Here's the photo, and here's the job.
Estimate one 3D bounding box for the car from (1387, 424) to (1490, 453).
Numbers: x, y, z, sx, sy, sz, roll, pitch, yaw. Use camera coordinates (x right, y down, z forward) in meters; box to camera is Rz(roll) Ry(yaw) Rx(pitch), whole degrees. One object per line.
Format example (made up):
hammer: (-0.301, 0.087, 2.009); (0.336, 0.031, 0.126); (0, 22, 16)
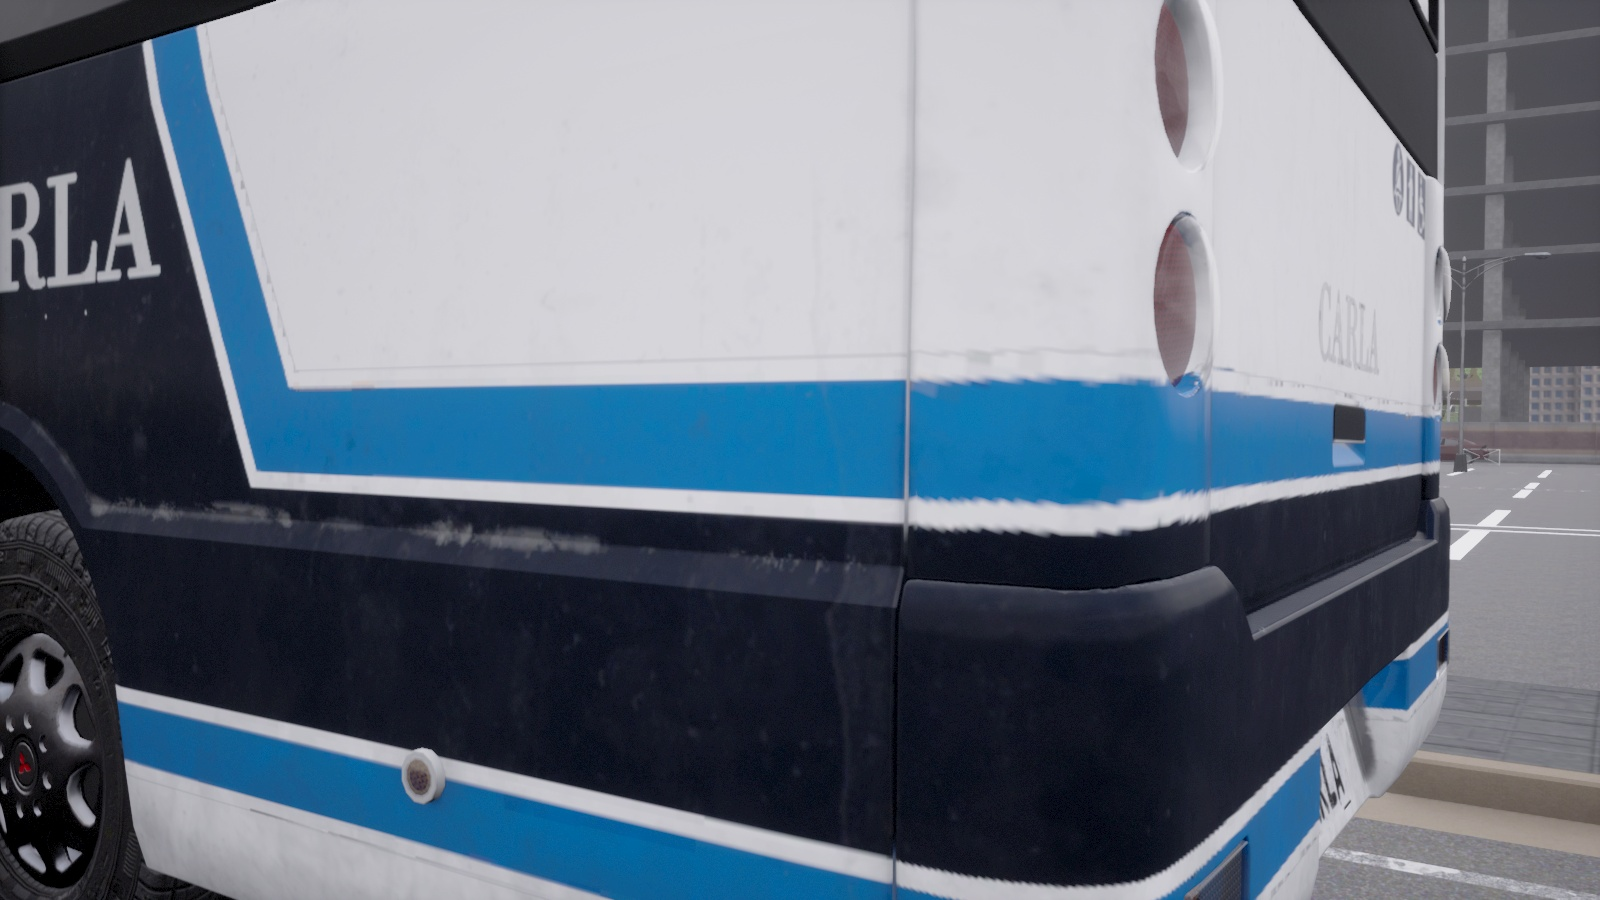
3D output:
car: (35.836, -0.646, 70.470); (5.008, 1.535, 1.882); (0, 1, 32)

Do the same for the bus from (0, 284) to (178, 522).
bus: (-17.260, -0.835, 22.455); (10.273, 4.253, 3.944); (-1, 1, -42)

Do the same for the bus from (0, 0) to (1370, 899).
bus: (-3.294, -0.703, 5.766); (10.273, 4.253, 3.944); (0, 1, 33)
